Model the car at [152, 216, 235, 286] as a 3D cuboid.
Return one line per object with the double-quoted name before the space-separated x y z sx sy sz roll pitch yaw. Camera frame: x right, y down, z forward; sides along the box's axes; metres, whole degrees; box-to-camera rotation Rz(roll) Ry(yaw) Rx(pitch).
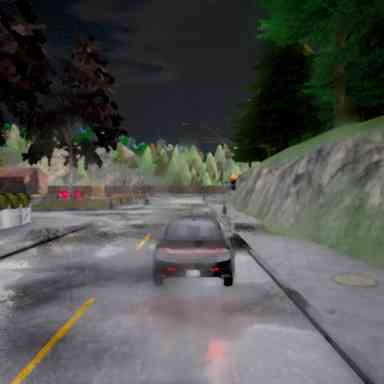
"car" 0.049 1.404 9.117 2.128 1.511 4.902 0 1 1
